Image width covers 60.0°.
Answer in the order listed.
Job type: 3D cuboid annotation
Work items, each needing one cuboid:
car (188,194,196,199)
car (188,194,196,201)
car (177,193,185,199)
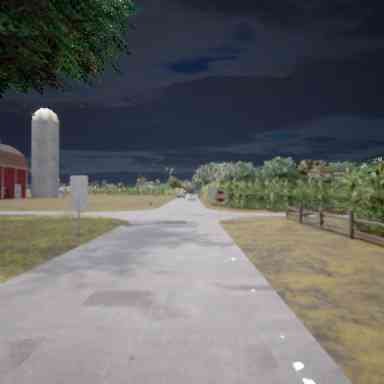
[{"bbox_3d":[0.016,1.166,90.174,2.033,1.411,5.357,0,0,0],"label":"car"},{"bbox_3d":[0.014,1.412,80.197,1.895,1.301,4.718,0,0,0],"label":"car"},{"bbox_3d":[-2.736,0.904,84.344,1.882,1.535,5.008,0,0,0],"label":"car"}]
